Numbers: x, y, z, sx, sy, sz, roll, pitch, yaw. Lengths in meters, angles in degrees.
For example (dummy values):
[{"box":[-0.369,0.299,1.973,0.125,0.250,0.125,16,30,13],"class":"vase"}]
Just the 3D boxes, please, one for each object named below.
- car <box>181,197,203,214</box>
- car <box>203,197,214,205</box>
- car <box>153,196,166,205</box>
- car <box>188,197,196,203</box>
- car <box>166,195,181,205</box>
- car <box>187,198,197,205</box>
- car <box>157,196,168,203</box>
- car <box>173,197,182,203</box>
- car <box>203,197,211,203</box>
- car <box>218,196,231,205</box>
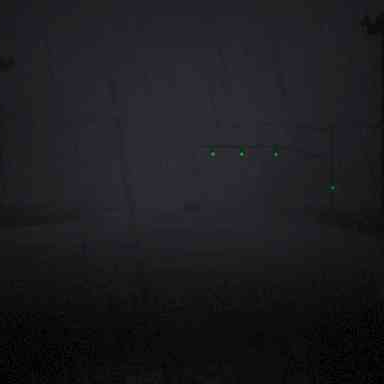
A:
[{"box":[0.005,1.704,38.897,1.882,1.535,5.008,0,0,0],"class":"car"},{"box":[3.508,1.923,68.855,2.128,1.511,4.902,0,0,0],"class":"car"},{"box":[-6.992,1.940,68.729,2.033,1.411,5.357,0,0,0],"class":"car"},{"box":[0.009,1.906,79.129,1.837,1.490,4.892,0,0,0],"class":"car"},{"box":[-3.492,1.625,68.737,2.150,2.045,5.566,0,0,0],"class":"car"},{"box":[0.008,1.956,69.295,1.994,1.385,4.181,0,0,0],"class":"car"},{"box":[-6.991,1.763,79.101,2.097,1.767,4.553,0,0,0],"class":"car"},{"box":[-3.491,1.961,79.129,1.994,1.385,4.181,0,0,0],"class":"car"},{"box":[3.509,1.928,79.127,1.812,1.442,4.674,0,0,0],"class":"car"},{"box":[7.008,1.955,69.216,1.994,1.385,4.181,0,0,0],"class":"car"}]
